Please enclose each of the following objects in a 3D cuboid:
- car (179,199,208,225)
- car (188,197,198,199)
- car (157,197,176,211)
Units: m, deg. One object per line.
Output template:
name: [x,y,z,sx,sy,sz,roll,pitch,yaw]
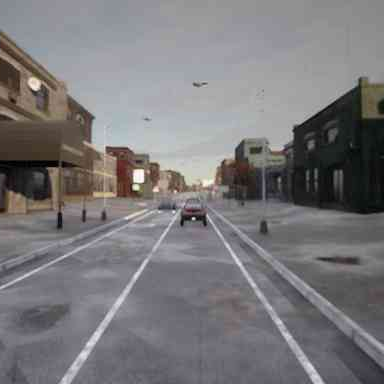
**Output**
car: [0.101,1.547,24.831,1.837,1.490,4.892,0,0,0]
car: [0.102,1.454,42.630,2.033,1.649,4.856,0,0,0]
car: [-3.081,1.376,41.538,2.097,1.767,4.553,0,0,0]
